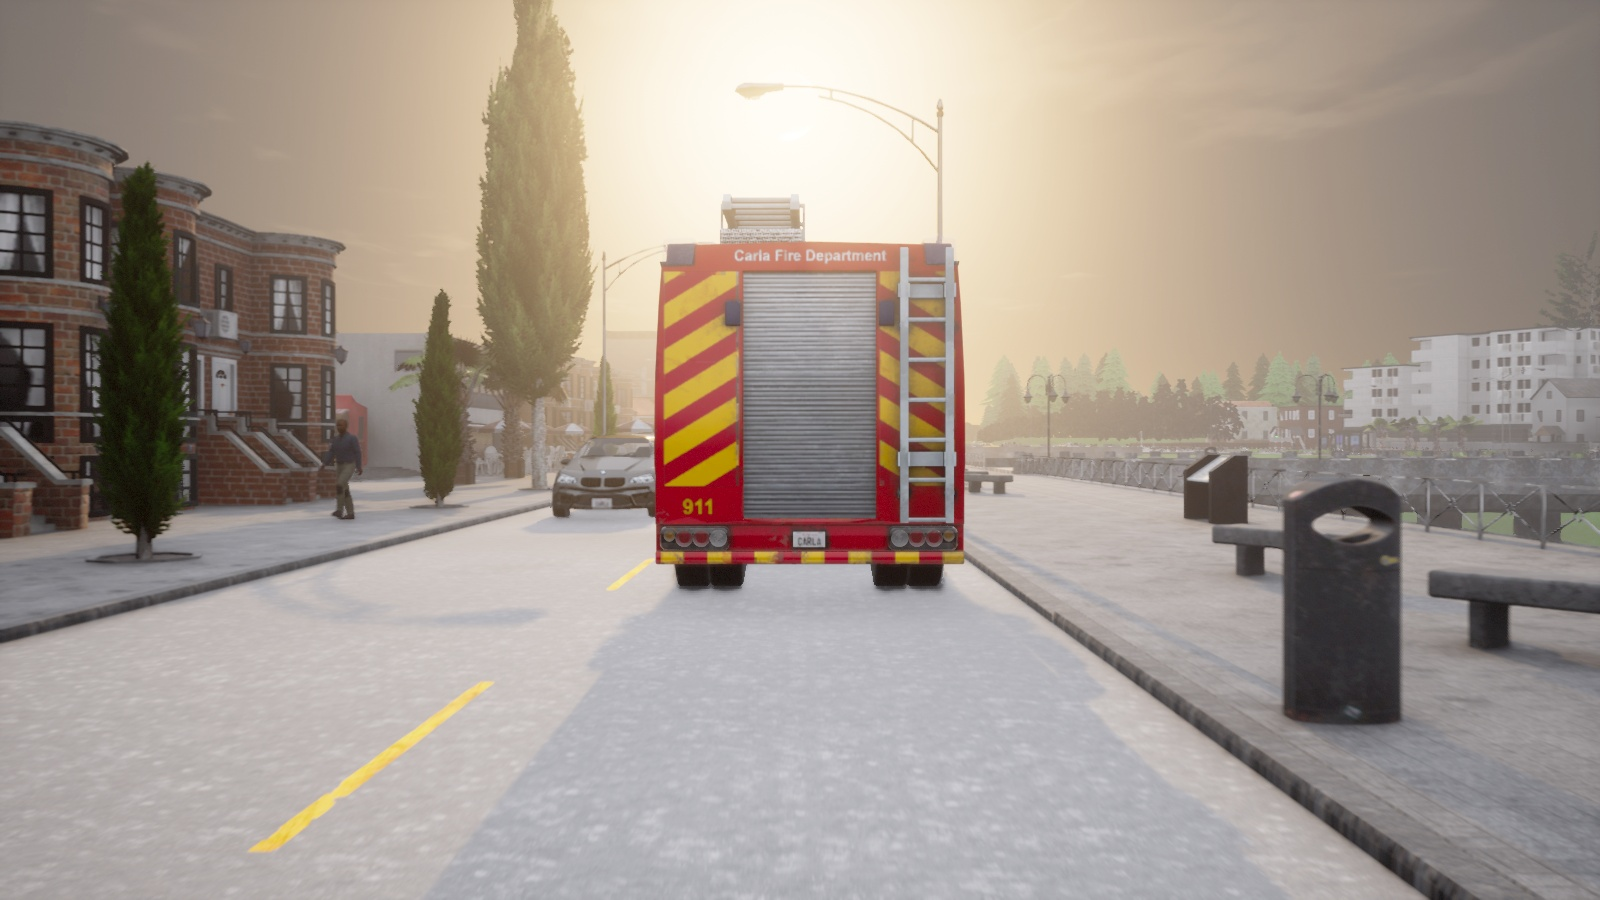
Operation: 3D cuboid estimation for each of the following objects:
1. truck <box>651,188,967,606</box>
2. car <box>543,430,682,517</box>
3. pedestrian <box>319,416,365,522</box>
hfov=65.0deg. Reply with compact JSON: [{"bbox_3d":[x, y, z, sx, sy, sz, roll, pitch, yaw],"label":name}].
[{"bbox_3d":[0.103,-0.507,15.731,2.891,3.827,8.468,0,0,0],"label":"truck"},{"bbox_3d":[-3.837,0.438,26.546,2.242,1.667,4.611,0,0,0],"label":"car"},{"bbox_3d":[-8.114,0.324,22.248,0.370,1.835,0.726,0,0,24],"label":"pedestrian"}]
